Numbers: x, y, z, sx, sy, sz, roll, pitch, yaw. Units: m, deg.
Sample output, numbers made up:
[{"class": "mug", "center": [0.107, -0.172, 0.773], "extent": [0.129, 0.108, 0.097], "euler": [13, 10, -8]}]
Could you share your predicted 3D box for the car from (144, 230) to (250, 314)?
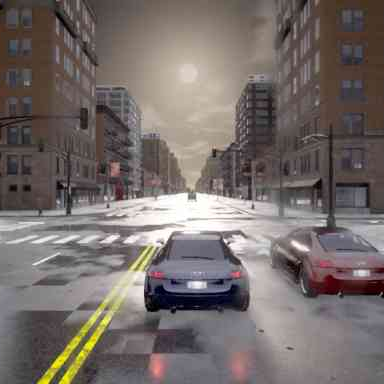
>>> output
[{"class": "car", "center": [0.087, 1.564, 7.715], "extent": [1.994, 1.385, 4.181], "euler": [0, 0, 0]}]

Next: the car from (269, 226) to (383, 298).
[{"class": "car", "center": [3.337, 1.564, 8.533], "extent": [1.994, 1.385, 4.181], "euler": [0, 0, 0]}]

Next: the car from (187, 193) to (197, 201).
[{"class": "car", "center": [-0.002, 1.212, 80.231], "extent": [2.150, 2.045, 5.566], "euler": [0, 0, 0]}]

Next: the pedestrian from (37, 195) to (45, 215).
[{"class": "pedestrian", "center": [-14.143, 1.170, 31.038], "extent": [0.375, 1.860, 0.375], "euler": [0, 0, 0]}]
